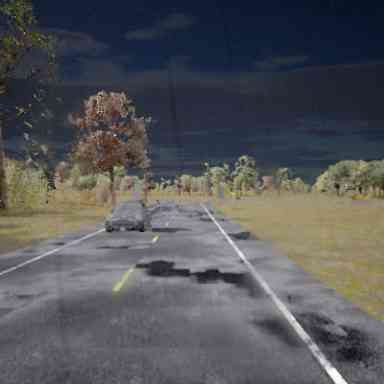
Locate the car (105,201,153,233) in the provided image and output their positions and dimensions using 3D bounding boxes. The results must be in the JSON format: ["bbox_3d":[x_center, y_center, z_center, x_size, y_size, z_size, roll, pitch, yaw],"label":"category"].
[{"bbox_3d":[-3.587,1.343,19.544,2.097,1.767,4.553,0,0,0],"label":"car"}]
